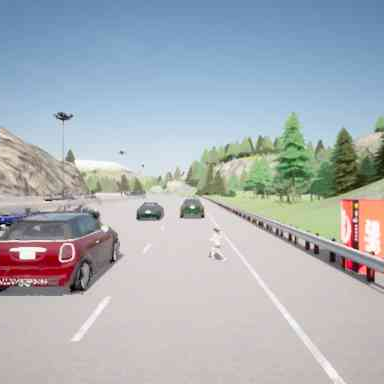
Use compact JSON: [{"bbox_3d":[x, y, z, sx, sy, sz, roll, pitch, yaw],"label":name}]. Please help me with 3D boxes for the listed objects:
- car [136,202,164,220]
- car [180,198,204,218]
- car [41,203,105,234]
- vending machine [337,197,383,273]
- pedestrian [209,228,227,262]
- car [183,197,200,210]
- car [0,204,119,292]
[{"bbox_3d":[-3.505,1.558,28.423,1.994,1.385,4.181,0,0,0],"label":"car"},{"bbox_3d":[-0.019,1.346,30.378,2.097,1.767,4.553,0,0,-2],"label":"car"},{"bbox_3d":[-6.975,1.488,20.139,2.128,1.511,4.902,0,0,0],"label":"car"},{"bbox_3d":[4.964,1.193,9.694,1.100,2.100,0.880,0,0,0],"label":"vending machine"},{"bbox_3d":[0.813,1.672,10.727,0.500,1.100,0.500,0,0,0],"label":"pedestrian"},{"bbox_3d":[-0.097,1.483,44.374,2.128,1.511,4.902,0,0,0],"label":"car"},{"bbox_3d":[-3.435,1.350,9.070,2.097,1.767,4.553,0,0,0],"label":"car"}]
